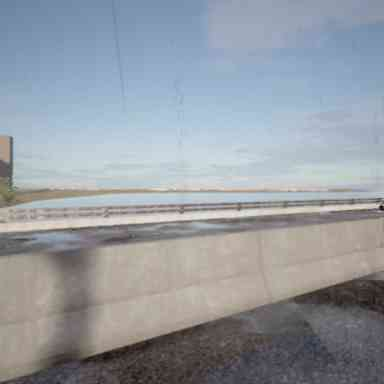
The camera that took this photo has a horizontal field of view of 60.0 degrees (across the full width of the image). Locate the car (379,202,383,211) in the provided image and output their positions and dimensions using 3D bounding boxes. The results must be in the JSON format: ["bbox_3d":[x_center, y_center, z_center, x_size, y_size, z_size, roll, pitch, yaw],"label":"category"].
[{"bbox_3d":[22.755,1.327,37.044,4.674,1.442,1.812,0,0,-35],"label":"car"}]
